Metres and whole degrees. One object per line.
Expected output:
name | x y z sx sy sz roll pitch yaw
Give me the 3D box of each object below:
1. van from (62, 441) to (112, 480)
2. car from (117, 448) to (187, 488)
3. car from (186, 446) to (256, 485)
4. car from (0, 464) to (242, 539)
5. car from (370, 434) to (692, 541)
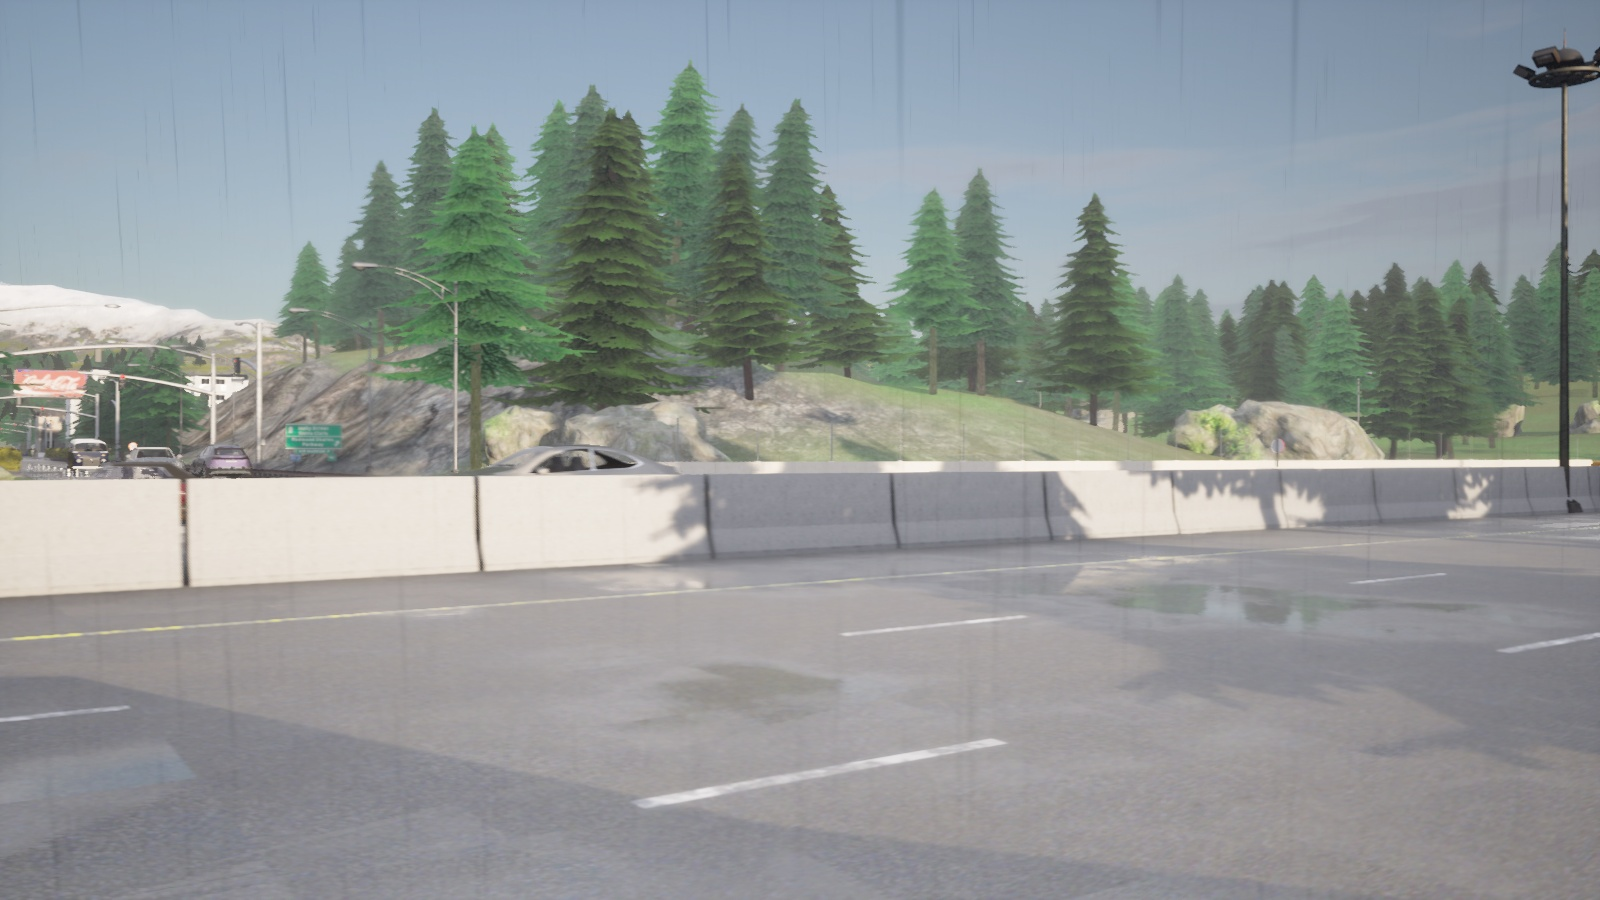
van | -40.361 0.560 71.032 2.069 2.038 4.480 -1 2 -34
car | -25.223 0.687 48.833 1.970 1.475 3.806 0 0 -34
car | -25.843 0.671 55.955 2.033 1.649 4.856 0 0 -34
car | -13.453 0.933 24.145 4.718 1.301 1.895 0 0 -35
car | -4.591 0.587 21.786 5.027 1.651 2.152 0 0 -35
